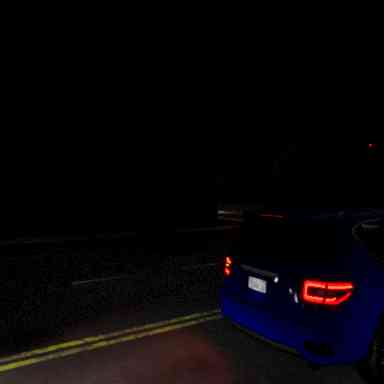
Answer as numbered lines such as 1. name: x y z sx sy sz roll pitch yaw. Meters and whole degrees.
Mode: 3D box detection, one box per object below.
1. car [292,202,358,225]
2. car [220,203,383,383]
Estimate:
1. car: 9.889 1.558 25.108 1.812 1.442 4.674 0 0 -24
2. car: 3.049 1.230 5.528 5.566 2.045 2.150 0 0 -33
